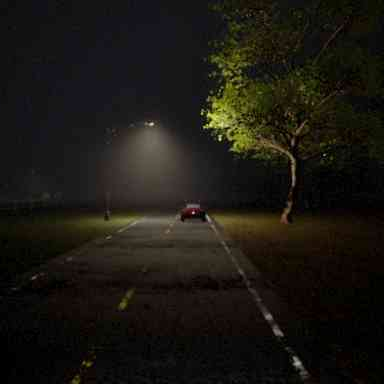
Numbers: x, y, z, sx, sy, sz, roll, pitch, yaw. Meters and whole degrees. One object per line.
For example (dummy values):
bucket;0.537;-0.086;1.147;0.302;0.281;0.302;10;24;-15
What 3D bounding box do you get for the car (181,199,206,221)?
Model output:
car;0.101;1.557;27.354;1.994;1.385;4.181;0;0;0
